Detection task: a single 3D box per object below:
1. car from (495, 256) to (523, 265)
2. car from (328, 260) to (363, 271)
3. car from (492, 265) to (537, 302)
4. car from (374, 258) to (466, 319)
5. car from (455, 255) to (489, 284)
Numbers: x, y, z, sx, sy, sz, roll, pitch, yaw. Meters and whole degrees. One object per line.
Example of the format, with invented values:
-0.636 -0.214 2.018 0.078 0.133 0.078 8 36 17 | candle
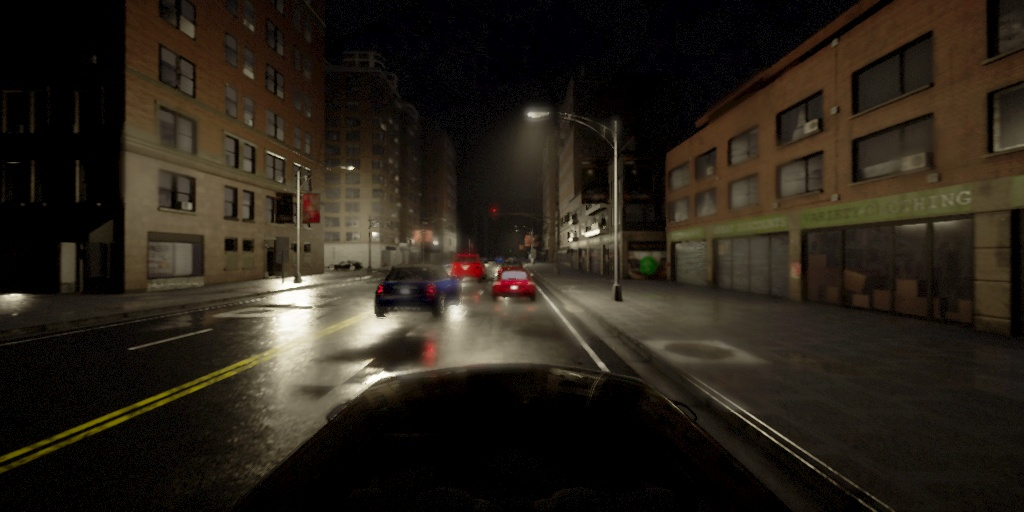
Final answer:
0.008 1.051 26.899 2.097 1.767 4.553 0 0 0 | car
-22.135 1.248 47.783 4.313 1.339 1.948 0 0 0 | car
0.100 1.282 16.978 1.994 1.385 4.181 0 0 0 | car
-3.152 1.078 12.904 2.097 1.767 4.553 0 0 2 | car
-3.142 0.921 26.936 2.150 2.045 5.566 0 0 0 | car
